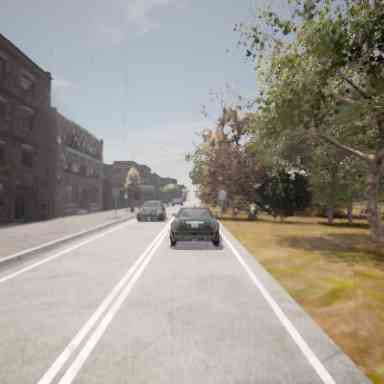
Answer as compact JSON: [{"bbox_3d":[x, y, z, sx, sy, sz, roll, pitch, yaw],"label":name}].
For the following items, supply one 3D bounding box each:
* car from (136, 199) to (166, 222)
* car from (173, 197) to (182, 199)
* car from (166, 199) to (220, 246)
[{"bbox_3d":[-3.297,1.505,27.726,2.097,1.767,4.553,0,-1,0],"label":"car"},{"bbox_3d":[-3.000,2.097,69.003,2.150,2.045,5.566,0,-1,0],"label":"car"},{"bbox_3d":[0.119,1.398,15.663,2.097,1.767,4.553,0,0,0],"label":"car"}]
